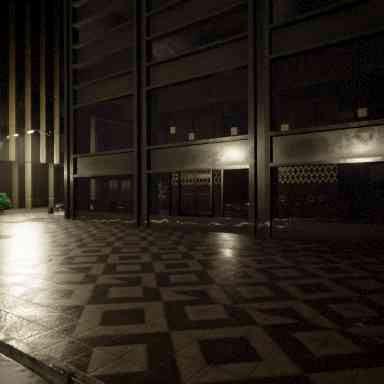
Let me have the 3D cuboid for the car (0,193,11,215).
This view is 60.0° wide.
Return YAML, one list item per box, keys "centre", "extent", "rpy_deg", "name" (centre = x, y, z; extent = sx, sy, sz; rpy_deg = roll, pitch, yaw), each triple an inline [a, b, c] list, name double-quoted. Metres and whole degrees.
- centre: [-19.425, 1.113, 30.076]
  extent: [2.150, 2.045, 5.566]
  rpy_deg: [0, 0, 37]
  name: "car"

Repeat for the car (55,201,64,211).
- centre: [-13.404, 1.326, 38.607]
  extent: [1.882, 1.535, 5.008]
  rpy_deg: [0, 0, 35]
  name: "car"
